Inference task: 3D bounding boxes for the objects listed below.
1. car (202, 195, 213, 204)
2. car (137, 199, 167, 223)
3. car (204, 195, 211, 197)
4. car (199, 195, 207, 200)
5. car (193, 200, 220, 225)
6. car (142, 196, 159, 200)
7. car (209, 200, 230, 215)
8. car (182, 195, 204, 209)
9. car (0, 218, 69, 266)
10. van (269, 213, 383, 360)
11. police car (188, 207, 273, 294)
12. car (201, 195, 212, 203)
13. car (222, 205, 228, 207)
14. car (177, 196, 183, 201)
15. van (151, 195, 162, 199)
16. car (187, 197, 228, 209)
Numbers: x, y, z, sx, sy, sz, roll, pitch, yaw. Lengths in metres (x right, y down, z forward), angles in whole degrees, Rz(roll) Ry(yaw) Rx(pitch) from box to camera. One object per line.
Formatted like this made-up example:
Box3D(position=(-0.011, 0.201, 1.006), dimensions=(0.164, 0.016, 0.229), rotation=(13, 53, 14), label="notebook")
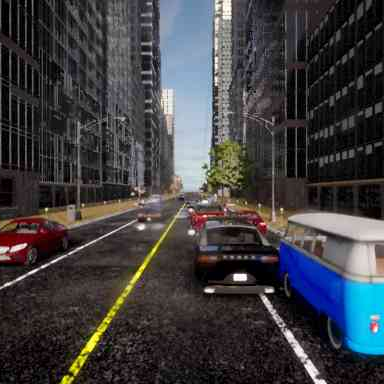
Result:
Box3D(position=(2.899, 1.410, 62.730), dimensions=(1.967, 1.590, 4.097), rotation=(0, 0, 0), label="car")
Box3D(position=(-3.015, 1.547, 26.134), dimensions=(2.033, 1.411, 5.357), rotation=(0, 0, 0), label="car")
Box3D(position=(2.842, 1.544, 45.653), dimensions=(2.008, 1.369, 4.403), rotation=(0, 0, 0), label="car")
Box3D(position=(2.994, 1.462, 91.193), dimensions=(1.887, 1.381, 4.507), rotation=(0, 0, 0), label="car")
Box3D(position=(0.983, 1.455, 25.021), dimensions=(1.801, 1.575, 5.366), rotation=(0, 0, 0), label="car")
Box3D(position=(-5.558, 1.548, 39.992), dimensions=(2.008, 1.369, 4.403), rotation=(0, 0, 0), label="car")
Box3D(position=(2.804, 1.581, 34.268), dimensions=(1.802, 1.307, 4.206), rotation=(0, 0, 0), label="car")
Box3D(position=(0.160, 1.485, 45.729), dimensions=(2.128, 1.511, 4.902), rotation=(0, 0, 0), label="car")
Box3D(position=(-5.653, 1.582, 11.529), dimensions=(1.802, 1.307, 4.206), rotation=(0, 0, 0), label="car")
Box3D(position=(2.709, 1.341, 5.807), dimensions=(1.690, 1.788, 3.998), rotation=(0, 0, 0), label="van")
Box3D(position=(0.929, 1.425, 8.941), dimensions=(1.930, 1.638, 5.238), rotation=(0, 0, 0), label="police car")
Box3D(position=(2.918, 1.401, 68.422), dimensions=(1.967, 1.590, 4.097), rotation=(0, 0, 0), label="car")
Box3D(position=(2.747, 1.581, 17.190), dimensions=(1.802, 1.307, 4.206), rotation=(0, 0, 0), label="car")
Box3D(position=(-2.724, 1.535, 83.525), dimensions=(1.895, 1.301, 4.718), rotation=(0, 0, 0), label="car")
Box3D(position=(-5.520, 1.328, 51.377), dimensions=(1.690, 1.788, 3.998), rotation=(0, 0, 0), label="van")
Box3D(position=(0.912, 1.351, 18.794), dimensions=(2.097, 1.767, 4.553), rotation=(0, 0, 0), label="car")
